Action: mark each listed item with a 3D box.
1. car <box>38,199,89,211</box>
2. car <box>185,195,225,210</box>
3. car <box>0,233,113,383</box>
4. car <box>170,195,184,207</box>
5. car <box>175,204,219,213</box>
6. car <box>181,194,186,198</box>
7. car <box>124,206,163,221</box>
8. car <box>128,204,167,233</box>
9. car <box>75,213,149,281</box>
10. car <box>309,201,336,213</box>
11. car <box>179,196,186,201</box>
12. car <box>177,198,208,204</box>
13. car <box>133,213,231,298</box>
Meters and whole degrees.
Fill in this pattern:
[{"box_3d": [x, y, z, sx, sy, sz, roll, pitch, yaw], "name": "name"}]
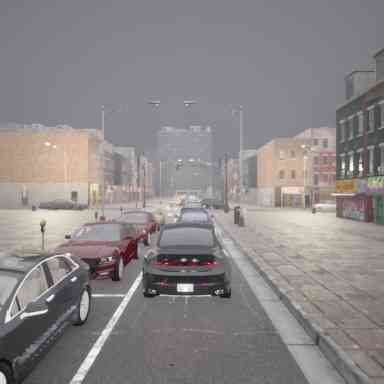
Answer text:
[{"box_3d": [-14.610, 1.494, 37.993, 5.357, 1.411, 2.033, 0, 0, 2], "name": "car"}, {"box_3d": [1.896, 1.601, 43.210, 4.892, 1.490, 1.837, 1, 3, 36], "name": "car"}, {"box_3d": [-2.628, 1.553, 4.377, 2.008, 1.369, 4.403, 0, 0, 0], "name": "car"}, {"box_3d": [-2.575, 1.614, 52.647, 1.752, 1.417, 4.829, 0, 0, 0], "name": "car"}, {"box_3d": [0.111, 1.537, 15.967, 1.812, 1.442, 4.674, 0, 0, 0], "name": "car"}, {"box_3d": [-2.568, 1.420, 58.260, 2.192, 1.841, 5.009, 0, 0, 0], "name": "car"}, {"box_3d": [-2.616, 1.555, 15.365, 1.887, 1.381, 4.507, 0, 0, 0], "name": "car"}, {"box_3d": [-2.610, 1.543, 20.689, 1.752, 1.417, 4.829, 0, 0, 0], "name": "car"}, {"box_3d": [-2.622, 1.550, 9.870, 1.887, 1.381, 4.507, 0, 0, 0], "name": "car"}, {"box_3d": [16.918, 1.802, 41.039, 4.674, 1.442, 1.812, 1, 0, 0], "name": "car"}, {"box_3d": [-2.533, 1.771, 90.924, 1.887, 1.381, 4.507, 0, 0, 0], "name": "car"}, {"box_3d": [0.052, 1.505, 26.236, 1.882, 1.535, 5.008, 0, 0, 0], "name": "car"}, {"box_3d": [-0.068, 1.509, 8.521, 1.837, 1.490, 4.892, 0, 0, 1], "name": "car"}]
